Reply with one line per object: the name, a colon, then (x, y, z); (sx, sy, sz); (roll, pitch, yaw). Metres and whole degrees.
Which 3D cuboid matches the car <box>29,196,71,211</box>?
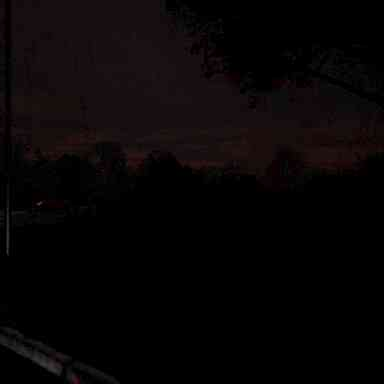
car: (-16.590, 1.284, 39.004); (2.097, 1.767, 4.553); (0, 0, 32)
